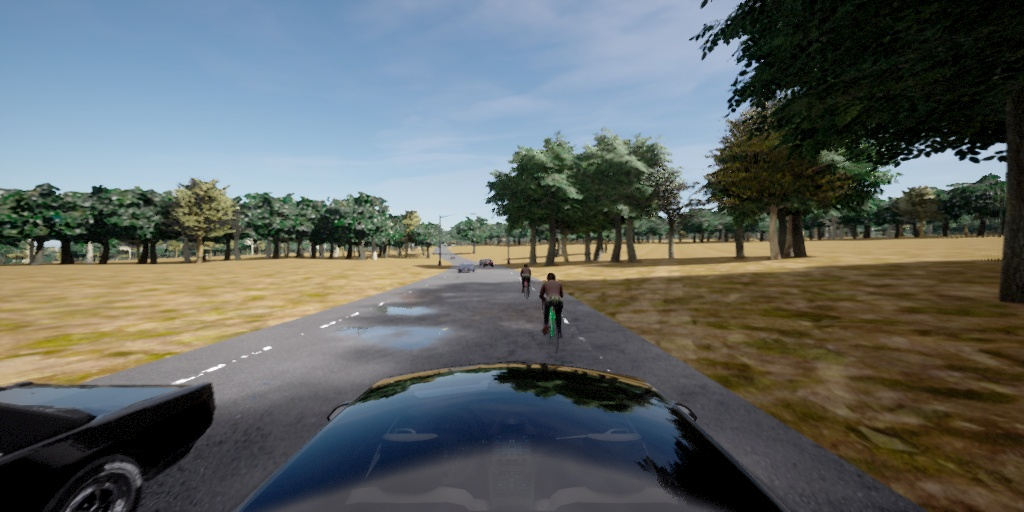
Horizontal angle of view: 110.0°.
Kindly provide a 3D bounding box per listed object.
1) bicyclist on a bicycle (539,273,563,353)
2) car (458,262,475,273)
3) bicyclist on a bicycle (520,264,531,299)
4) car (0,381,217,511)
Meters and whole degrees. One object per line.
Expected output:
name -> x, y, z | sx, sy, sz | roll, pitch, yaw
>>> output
bicyclist on a bicycle -> 0.885, 1.202, 7.911 | 0.582, 1.620, 1.656 | 0, 0, -1
car -> -5.532, 1.390, 43.810 | 1.994, 1.385, 4.181 | 0, 0, -5
bicyclist on a bicycle -> 0.666, 1.211, 16.972 | 0.582, 1.620, 1.656 | 0, 0, -2
car -> -3.620, 1.351, 0.998 | 1.895, 1.301, 4.718 | 0, 0, 0
